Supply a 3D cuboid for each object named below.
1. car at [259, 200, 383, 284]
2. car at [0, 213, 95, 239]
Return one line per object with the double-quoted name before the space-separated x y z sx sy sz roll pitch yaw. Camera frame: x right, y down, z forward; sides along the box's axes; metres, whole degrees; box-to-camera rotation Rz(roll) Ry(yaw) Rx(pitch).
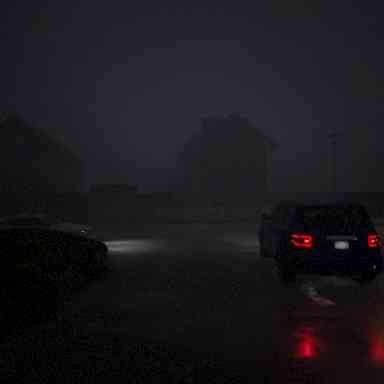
"car" 3.388 1.255 9.837 2.150 2.045 5.566 0 0 4
"car" -6.532 1.636 14.102 4.674 1.442 1.812 0 0 -7
